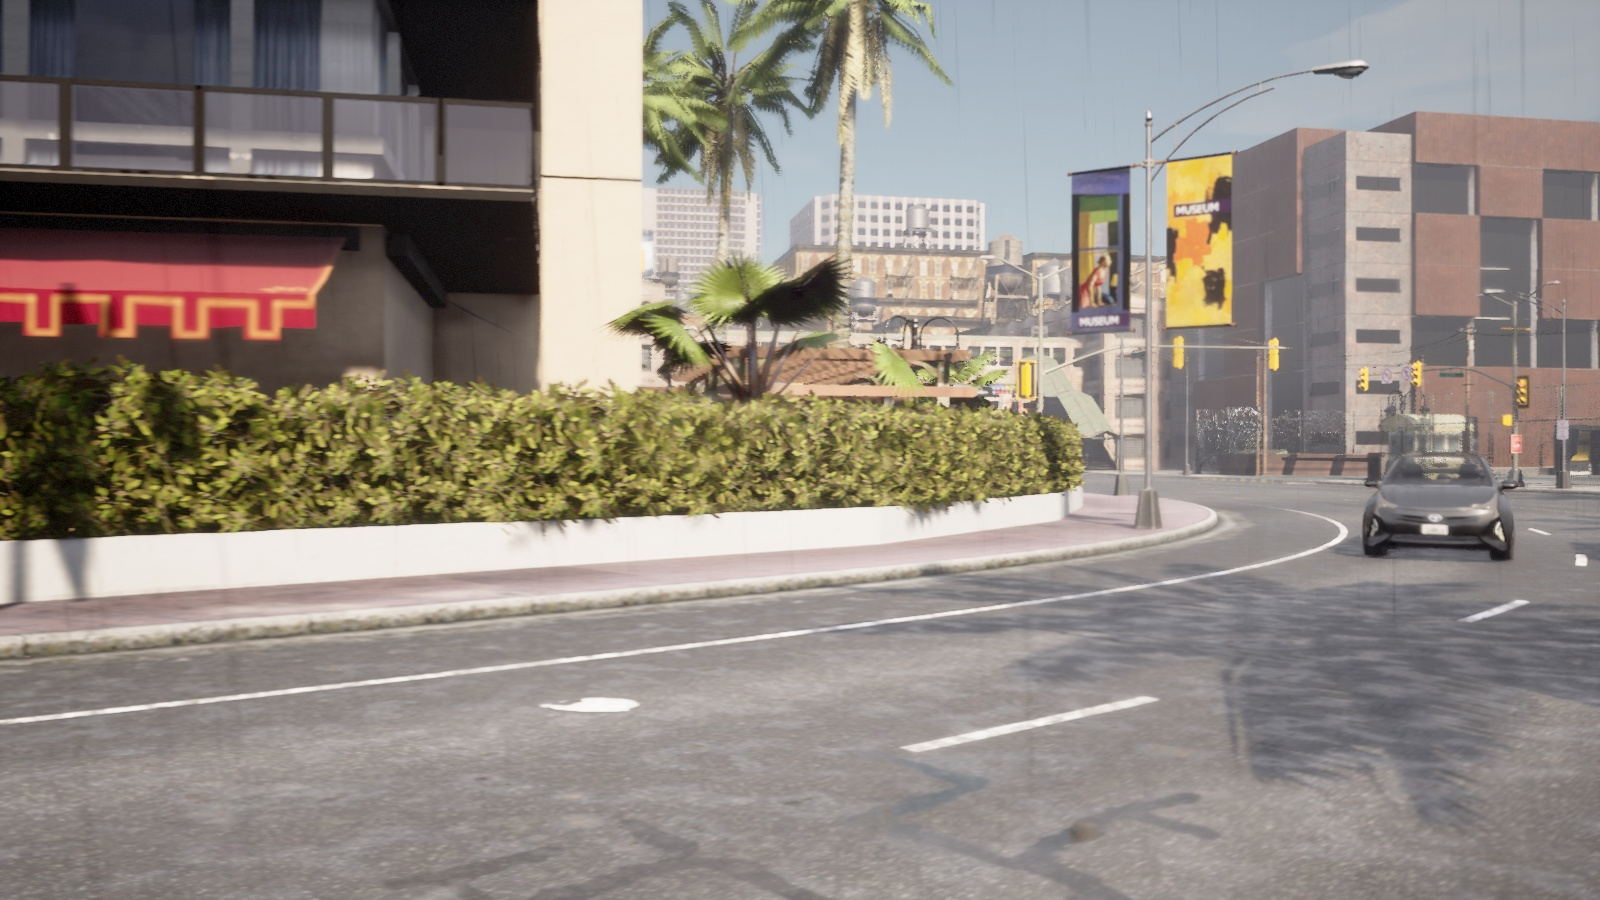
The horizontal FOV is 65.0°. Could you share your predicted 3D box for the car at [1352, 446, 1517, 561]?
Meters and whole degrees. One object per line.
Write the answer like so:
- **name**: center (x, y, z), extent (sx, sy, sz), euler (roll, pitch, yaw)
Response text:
- **car**: center (9.728, 0.720, 19.099), extent (2.007, 1.525, 4.514), euler (0, 0, 29)
